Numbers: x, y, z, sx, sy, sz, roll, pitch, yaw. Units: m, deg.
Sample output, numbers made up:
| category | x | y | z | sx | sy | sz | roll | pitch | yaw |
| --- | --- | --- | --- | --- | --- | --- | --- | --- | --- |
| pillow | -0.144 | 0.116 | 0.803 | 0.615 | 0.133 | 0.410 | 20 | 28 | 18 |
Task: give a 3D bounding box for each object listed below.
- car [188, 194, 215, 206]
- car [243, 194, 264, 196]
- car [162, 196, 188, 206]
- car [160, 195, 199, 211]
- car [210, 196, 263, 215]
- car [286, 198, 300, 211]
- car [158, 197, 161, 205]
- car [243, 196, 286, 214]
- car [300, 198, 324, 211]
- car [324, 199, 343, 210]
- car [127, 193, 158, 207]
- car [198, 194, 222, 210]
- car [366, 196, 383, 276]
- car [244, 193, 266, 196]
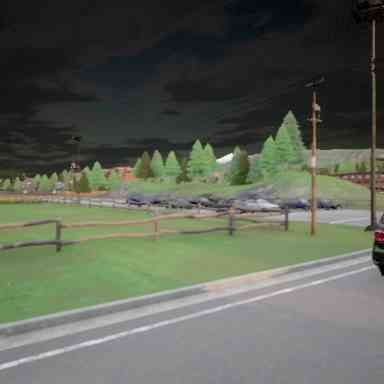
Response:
| category | x | y | z | sx | sy | sz | roll | pitch | yaw |
| --- | --- | --- | --- | --- | --- | --- | --- | --- | --- |
| car | 1.578 | 1.297 | 54.914 | 2.097 | 1.767 | 4.553 | 0 | 0 | -36 |
| car | 7.285 | 1.437 | 47.054 | 2.128 | 1.511 | 4.902 | 0 | 0 | -36 |
| car | -2.817 | 1.428 | 54.990 | 1.882 | 1.535 | 5.008 | 0 | 0 | -36 |
| car | -1.603 | 1.467 | 41.415 | 1.837 | 1.490 | 4.892 | 0 | 0 | -36 |
| car | 4.340 | 1.467 | 33.278 | 1.837 | 1.490 | 4.892 | 0 | 0 | -36 |
| car | 9.308 | 1.499 | 38.342 | 2.033 | 1.411 | 5.357 | 0 | 0 | -36 |
| car | -4.776 | 1.504 | 51.714 | 2.033 | 1.411 | 5.357 | 0 | 0 | -36 |
| car | 7.212 | 1.483 | 35.279 | 1.812 | 1.442 | 4.674 | 0 | 0 | -36 |
| car | 12.780 | 1.472 | 39.525 | 1.812 | 1.442 | 4.674 | 0 | 0 | -37 |
| car | 15.805 | 1.488 | 41.319 | 2.033 | 1.411 | 5.357 | 0 | 0 | -36 |
| car | -7.750 | 1.183 | 49.849 | 2.150 | 2.045 | 5.566 | 0 | 0 | -36 |
| car | 1.270 | 1.434 | 43.413 | 1.882 | 1.535 | 5.008 | 0 | 0 | -36 |
| car | 6.950 | 1.204 | 8.839 | 5.566 | 2.045 | 2.150 | 0 | 0 | -37 |
| car | 9.806 | 1.162 | 49.556 | 2.150 | 2.045 | 5.566 | 0 | 0 | -37 |
